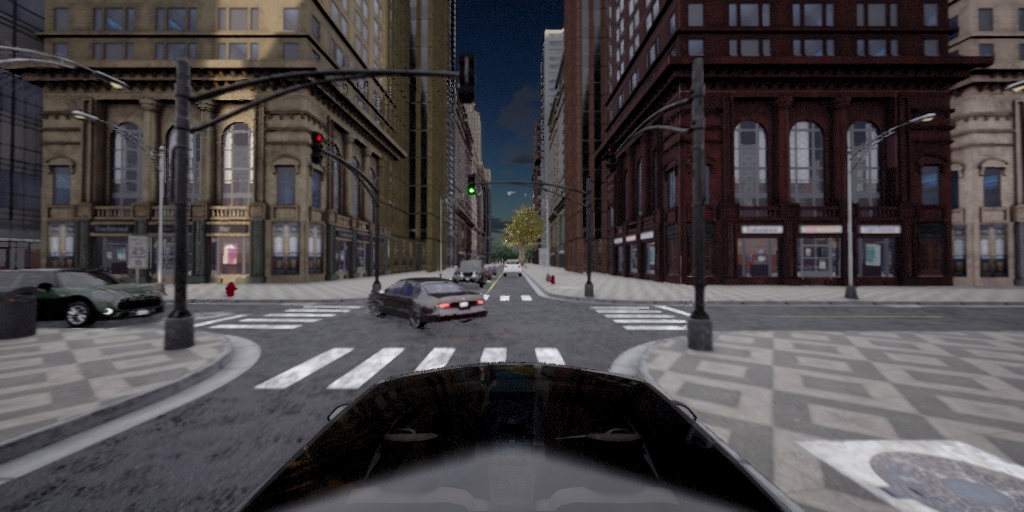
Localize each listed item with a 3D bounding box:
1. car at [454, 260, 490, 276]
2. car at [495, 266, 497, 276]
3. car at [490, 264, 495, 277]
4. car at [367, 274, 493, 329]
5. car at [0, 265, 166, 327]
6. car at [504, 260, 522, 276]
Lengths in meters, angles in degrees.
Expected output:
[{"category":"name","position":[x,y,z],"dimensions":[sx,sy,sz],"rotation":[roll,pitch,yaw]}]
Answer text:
[{"category":"car","position":[-3.094,1.288,27.419],"dimensions":[2.150,2.045,5.566],"rotation":[0,-1,-1]},{"category":"car","position":[-3.005,1.826,47.972],"dimensions":[2.128,1.511,4.902],"rotation":[0,-1,0]},{"category":"car","position":[-3.081,1.721,37.532],"dimensions":[1.812,1.442,4.674],"rotation":[0,-1,0]},{"category":"car","position":[-3.013,1.421,11.908],"dimensions":[2.033,1.411,5.357],"rotation":[1,-1,-41]},{"category":"car","position":[-13.800,1.172,11.265],"dimensions":[4.553,1.767,2.097],"rotation":[0,-1,0]},{"category":"car","position":[0.104,1.547,47.275],"dimensions":[2.150,2.045,5.566],"rotation":[0,-1,0]}]
